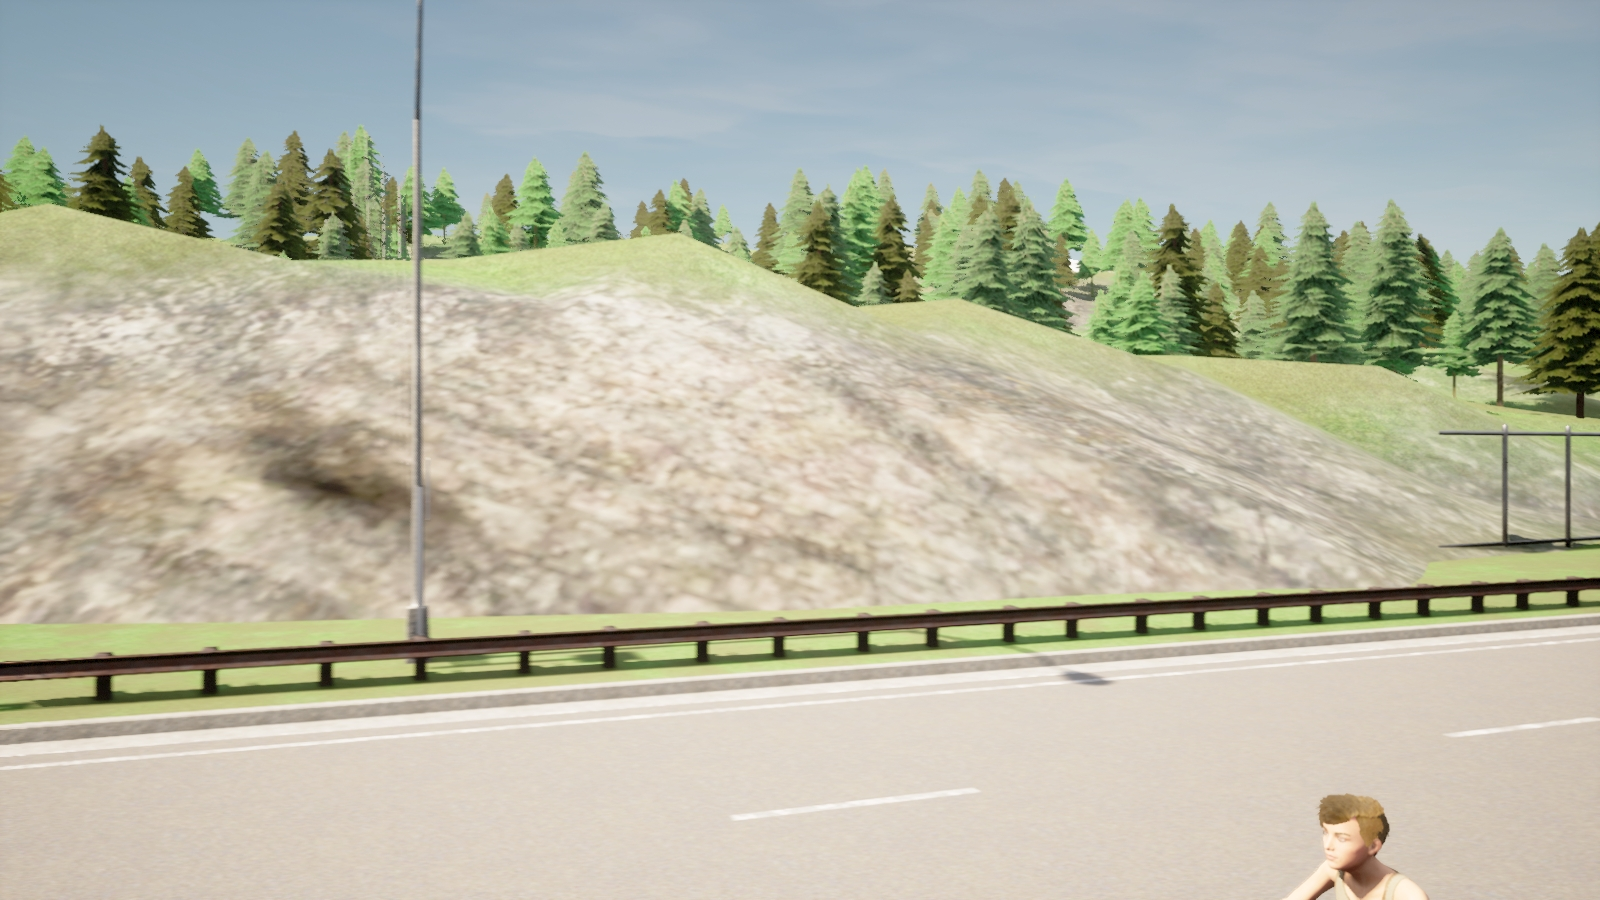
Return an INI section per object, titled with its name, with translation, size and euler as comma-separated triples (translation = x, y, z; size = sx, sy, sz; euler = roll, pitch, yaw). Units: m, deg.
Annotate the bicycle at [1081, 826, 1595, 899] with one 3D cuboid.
[bicycle]
translation = 1.857, 2.158, 3.958
size = 1.487, 1.277, 0.859
euler = 0, 0, -20
